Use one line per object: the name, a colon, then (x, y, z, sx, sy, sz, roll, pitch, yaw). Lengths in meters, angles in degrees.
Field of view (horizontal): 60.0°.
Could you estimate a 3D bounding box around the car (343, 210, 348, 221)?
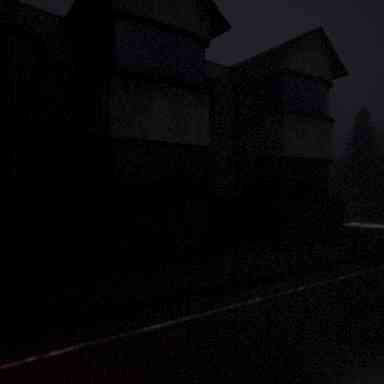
car: (10.127, 1.490, 26.921, 2.097, 1.767, 4.553, 0, 0, -35)
